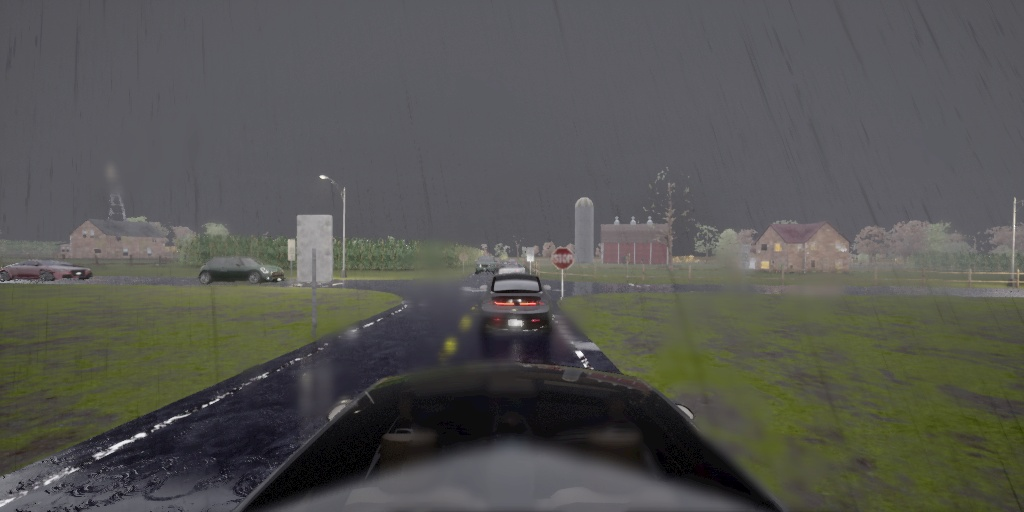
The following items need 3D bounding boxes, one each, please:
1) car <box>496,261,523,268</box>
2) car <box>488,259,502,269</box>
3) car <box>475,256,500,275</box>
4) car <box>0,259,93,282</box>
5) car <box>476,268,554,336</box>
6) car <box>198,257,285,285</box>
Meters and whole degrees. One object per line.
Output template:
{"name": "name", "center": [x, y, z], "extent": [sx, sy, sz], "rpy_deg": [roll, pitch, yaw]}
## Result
{"name": "car", "center": [0.084, 1.364, 33.651], "extent": [1.895, 1.301, 4.718], "rpy_deg": [0, 0, 8]}
{"name": "car", "center": [-2.774, 1.288, 60.545], "extent": [2.128, 1.511, 4.902], "rpy_deg": [0, 0, 0]}
{"name": "car", "center": [-2.822, 0.990, 39.853], "extent": [2.150, 2.045, 5.566], "rpy_deg": [0, 0, 0]}
{"name": "car", "center": [-29.749, 0.918, 22.963], "extent": [4.181, 1.385, 1.994], "rpy_deg": [1, 1, 0]}
{"name": "car", "center": [0.106, 1.255, 10.383], "extent": [1.837, 1.490, 4.892], "rpy_deg": [0, 0, 0]}
{"name": "car", "center": [-17.167, 0.893, 22.993], "extent": [4.553, 1.767, 2.097], "rpy_deg": [1, 1, 0]}
